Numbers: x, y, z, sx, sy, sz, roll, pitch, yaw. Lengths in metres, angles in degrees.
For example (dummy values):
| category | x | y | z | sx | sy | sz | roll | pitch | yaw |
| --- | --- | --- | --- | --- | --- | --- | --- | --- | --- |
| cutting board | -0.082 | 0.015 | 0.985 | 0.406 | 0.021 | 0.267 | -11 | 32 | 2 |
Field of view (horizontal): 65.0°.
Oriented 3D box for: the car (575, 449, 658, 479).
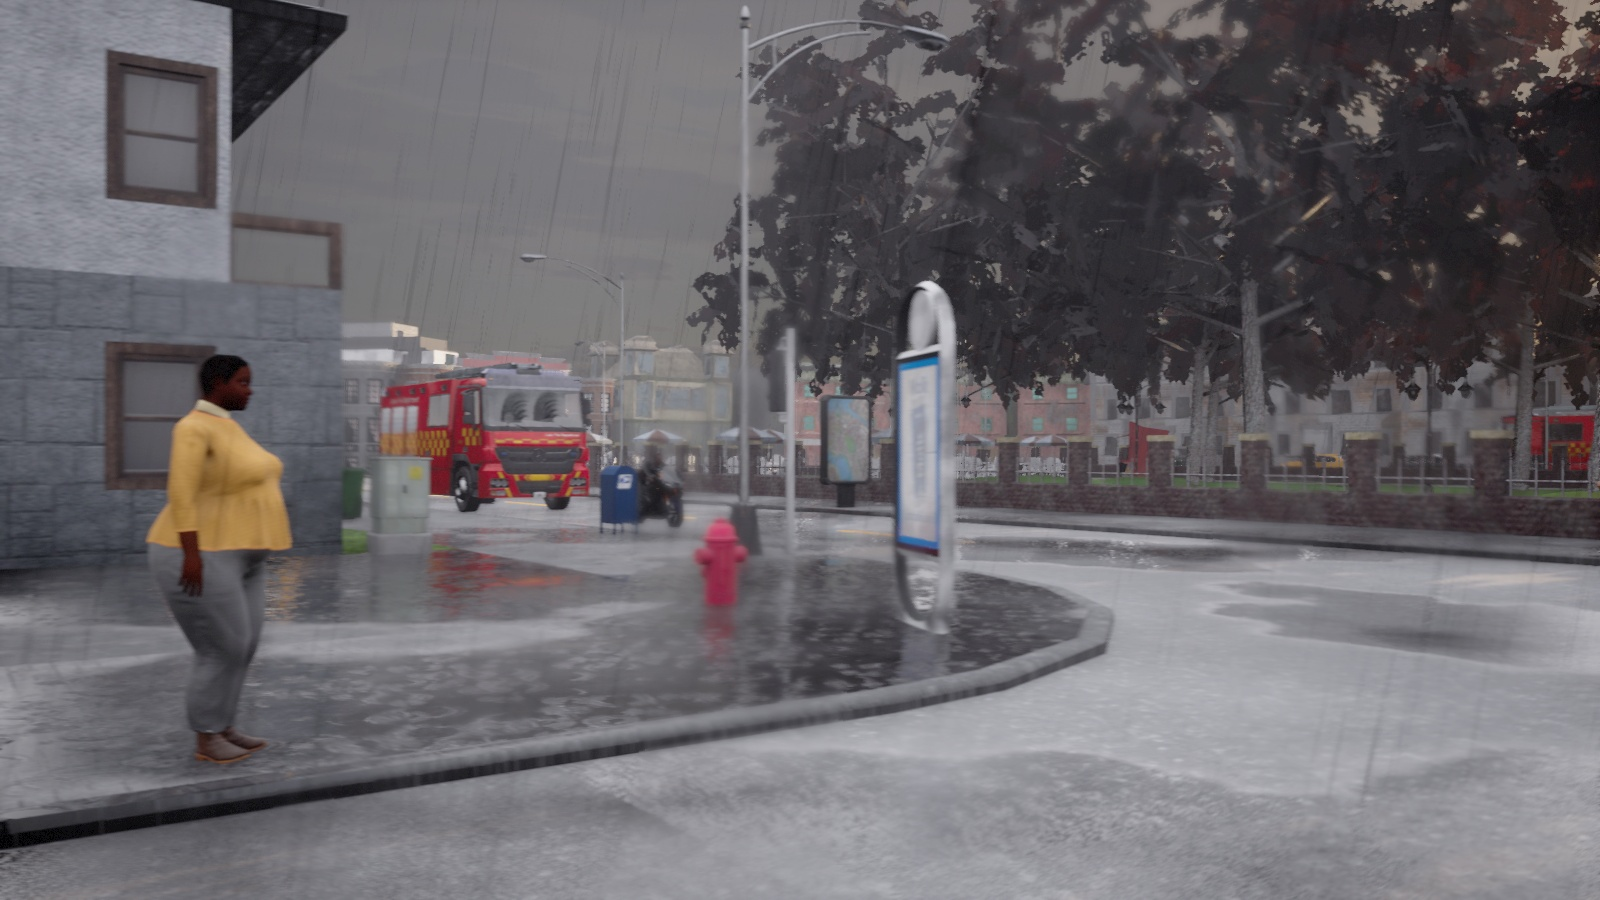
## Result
| category | x | y | z | sx | sy | sz | roll | pitch | yaw |
| --- | --- | --- | --- | --- | --- | --- | --- | --- | --- |
| car | -11.168 | 0.813 | 76.528 | 4.553 | 1.767 | 2.097 | 0 | 0 | -35 |

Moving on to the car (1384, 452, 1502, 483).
| category | x | y | z | sx | sy | sz | roll | pitch | yaw |
| --- | --- | --- | --- | --- | --- | --- | --- | --- | --- |
| car | 31.721 | 0.832 | 62.079 | 1.837 | 1.490 | 4.892 | 0 | 0 | -35 |

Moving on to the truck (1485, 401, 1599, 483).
| category | x | y | z | sx | sy | sz | roll | pitch | yaw |
| --- | --- | --- | --- | --- | --- | --- | --- | --- | --- |
| truck | 37.909 | -0.355 | 60.210 | 2.891 | 3.827 | 8.468 | 0 | 0 | -35 |

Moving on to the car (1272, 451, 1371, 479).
| category | x | y | z | sx | sy | sz | roll | pitch | yaw |
| --- | --- | --- | --- | --- | --- | --- | --- | --- | --- |
| car | 29.788 | 0.832 | 71.821 | 1.882 | 1.535 | 5.008 | 0 | 0 | -35 |

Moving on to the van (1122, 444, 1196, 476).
| category | x | y | z | sx | sy | sz | roll | pitch | yaw |
| --- | --- | --- | --- | --- | --- | --- | --- | --- | --- |
| van | 23.182 | 0.645 | 81.265 | 1.775 | 1.987 | 4.442 | 0 | 0 | -35 |

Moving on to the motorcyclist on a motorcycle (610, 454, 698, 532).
| category | x | y | z | sx | sy | sz | roll | pitch | yaw |
| --- | --- | --- | --- | --- | --- | --- | --- | --- | --- |
| motorcyclist on a motorcycle | -3.012 | 0.849 | 25.750 | 0.866 | 1.530 | 2.191 | 0 | 0 | -35 |

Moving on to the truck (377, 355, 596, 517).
| category | x | y | z | sx | sy | sz | roll | pitch | yaw |
| --- | --- | --- | --- | --- | --- | --- | --- | --- | --- |
| truck | -8.691 | -0.319 | 33.896 | 2.891 | 3.827 | 8.468 | 0 | 0 | -35 |

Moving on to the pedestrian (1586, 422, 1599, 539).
| category | x | y | z | sx | sy | sz | roll | pitch | yaw |
| --- | --- | --- | --- | --- | --- | --- | --- | --- | --- |
| pedestrian | 12.667 | 0.475 | 19.595 | 0.345 | 1.836 | 0.594 | 0 | 0 | -35 |

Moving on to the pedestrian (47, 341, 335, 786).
| category | x | y | z | sx | sy | sz | roll | pitch | yaw |
| --- | --- | --- | --- | --- | --- | --- | --- | --- | --- |
| pedestrian | -2.710 | 0.474 | 5.696 | 0.900 | 1.855 | 0.874 | 0 | 0 | -3 |
